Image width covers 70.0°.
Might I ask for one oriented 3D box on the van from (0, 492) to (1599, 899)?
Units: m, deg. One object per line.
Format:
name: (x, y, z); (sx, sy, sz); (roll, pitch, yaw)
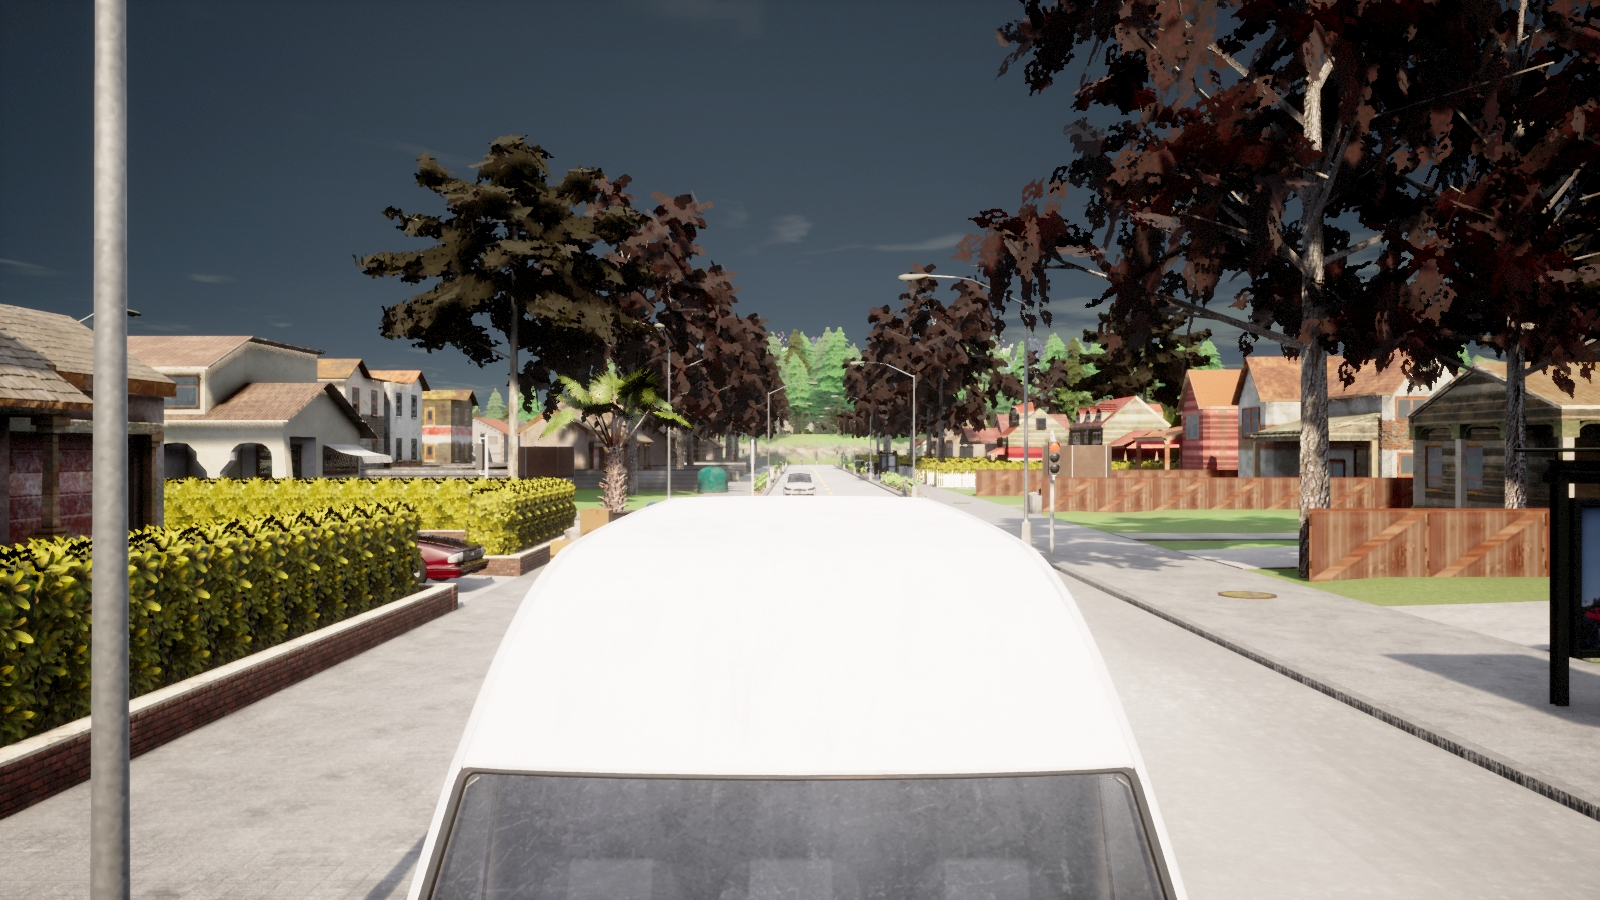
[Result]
van: (0.002, 1.537, 4.030); (1.988, 2.561, 5.915); (0, 0, 0)

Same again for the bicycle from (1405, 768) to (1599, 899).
bicycle: (2.687, 2.062, 3.843); (0.329, 1.471, 1.835); (0, 0, 0)

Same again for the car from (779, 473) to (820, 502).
car: (-0.023, 2.087, 64.294); (2.231, 1.480, 4.892); (0, 0, 0)
